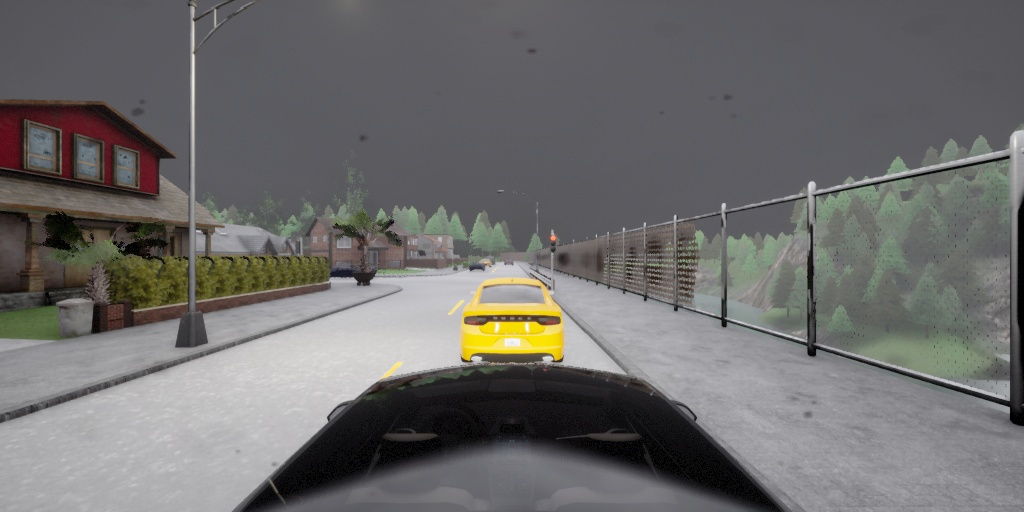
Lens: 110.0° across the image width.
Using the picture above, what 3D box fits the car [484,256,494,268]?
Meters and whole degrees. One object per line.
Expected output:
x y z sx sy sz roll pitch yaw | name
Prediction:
-4.614 1.227 62.099 1.882 1.535 5.008 0 0 0 | car

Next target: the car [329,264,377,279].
-14.491 1.351 31.336 4.718 1.301 1.895 0 0 4 | car

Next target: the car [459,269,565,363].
0.002 1.228 8.197 1.882 1.535 5.008 0 0 0 | car

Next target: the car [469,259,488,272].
-4.505 1.351 46.861 1.895 1.301 4.718 0 0 -1 | car
